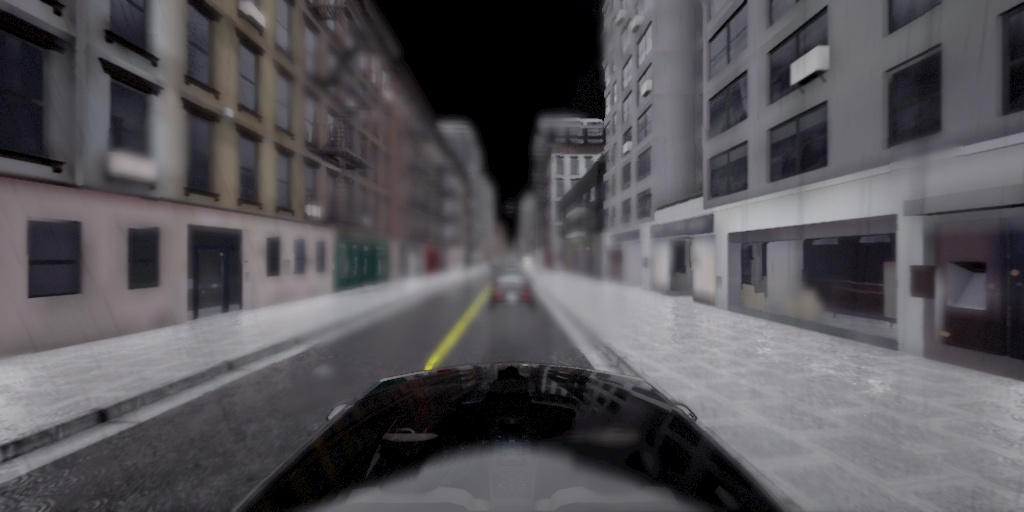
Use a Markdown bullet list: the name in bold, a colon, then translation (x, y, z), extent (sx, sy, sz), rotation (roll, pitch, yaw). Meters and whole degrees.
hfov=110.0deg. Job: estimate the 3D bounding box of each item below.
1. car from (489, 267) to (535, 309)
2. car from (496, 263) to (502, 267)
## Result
- **car**: translation (0.027, 1.409, 15.772), extent (1.812, 1.442, 4.674), rotation (0, 0, 1)
- **car**: translation (0.015, 1.564, 29.392), extent (2.033, 1.411, 5.357), rotation (0, -1, 0)
